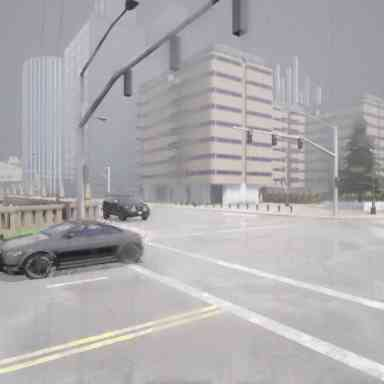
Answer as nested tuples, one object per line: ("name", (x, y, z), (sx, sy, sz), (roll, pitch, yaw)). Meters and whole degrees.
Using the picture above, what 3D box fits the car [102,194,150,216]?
("car", (-5.466, 1.217, 27.029), (2.150, 2.045, 5.566), (0, 0, -35))

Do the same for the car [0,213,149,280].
("car", (-3.529, 1.563, 10.014), (4.181, 1.385, 1.994), (0, 0, -39))
